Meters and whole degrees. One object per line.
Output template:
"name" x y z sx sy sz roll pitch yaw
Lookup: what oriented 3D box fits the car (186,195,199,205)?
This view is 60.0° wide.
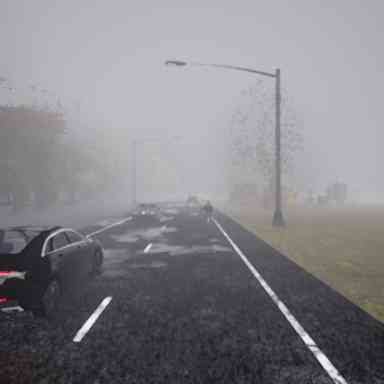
"car" 0.098 1.392 55.912 1.882 1.535 5.008 0 0 0

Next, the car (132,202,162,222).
"car" -3.399 1.507 25.819 2.033 1.411 5.357 0 0 0

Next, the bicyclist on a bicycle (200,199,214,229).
"bicyclist on a bicycle" 0.969 1.339 19.707 0.659 1.776 1.843 0 0 0

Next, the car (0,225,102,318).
"car" -3.401 1.480 7.352 2.128 1.511 4.902 0 0 0

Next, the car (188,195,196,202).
"car" 0.008 1.388 74.192 1.837 1.490 4.892 0 0 0

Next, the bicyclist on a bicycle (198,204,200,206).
"bicyclist on a bicycle" 0.987 1.391 28.864 0.866 1.612 1.509 0 0 0
